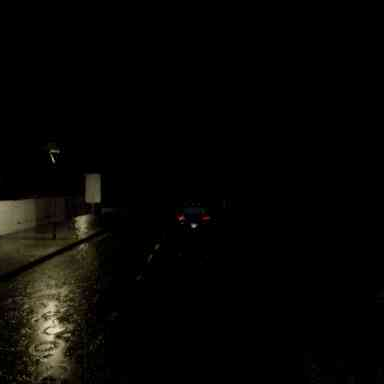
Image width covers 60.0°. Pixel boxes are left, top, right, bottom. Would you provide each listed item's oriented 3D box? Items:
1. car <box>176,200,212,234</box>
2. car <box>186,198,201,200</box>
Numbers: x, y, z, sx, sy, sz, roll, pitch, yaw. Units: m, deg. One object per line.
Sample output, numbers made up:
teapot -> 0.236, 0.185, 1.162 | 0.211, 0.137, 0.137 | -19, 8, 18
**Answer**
car -> 0.092, 1.399, 18.170 | 1.812, 1.442, 4.674 | 0, 0, 0
car -> 0.109, 1.278, 30.806 | 2.128, 1.511, 4.902 | 0, 0, 0
